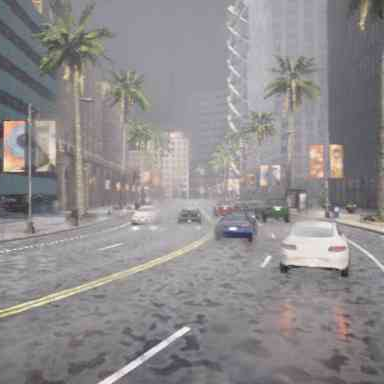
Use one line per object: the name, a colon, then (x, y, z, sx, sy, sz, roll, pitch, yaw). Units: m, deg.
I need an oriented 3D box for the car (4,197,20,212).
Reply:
car: (-25.058, 1.734, 44.033, 2.435, 2.045, 5.566, 0, -1, -1)

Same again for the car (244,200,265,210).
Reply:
car: (9.745, 2.005, 51.997, 2.231, 1.521, 4.892, 0, -1, -1)

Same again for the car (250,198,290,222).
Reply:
car: (6.905, 1.505, 29.199, 2.150, 2.045, 5.566, 0, -1, 1)

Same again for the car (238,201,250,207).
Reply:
car: (6.715, 1.997, 47.188, 1.837, 1.490, 4.892, 0, -1, -1)

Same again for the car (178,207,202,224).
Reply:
car: (-0.122, 1.923, 27.716, 1.895, 1.301, 4.718, 0, -1, 2)

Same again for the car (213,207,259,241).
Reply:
car: (2.413, 1.753, 17.943, 1.994, 1.385, 4.181, -1, -1, 13)

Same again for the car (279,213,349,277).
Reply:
car: (3.927, 1.619, 10.658, 1.812, 1.442, 4.674, -1, -1, 22)

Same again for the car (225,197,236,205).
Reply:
car: (9.370, 2.219, 81.369, 2.185, 1.767, 4.553, 0, -1, -1)

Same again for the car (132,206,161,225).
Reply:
car: (-3.637, 1.872, 27.501, 1.812, 1.442, 4.674, 0, -1, 2)

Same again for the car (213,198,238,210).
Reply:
car: (3.413, 1.744, 36.268, 2.097, 1.767, 4.553, 0, -1, 0)
